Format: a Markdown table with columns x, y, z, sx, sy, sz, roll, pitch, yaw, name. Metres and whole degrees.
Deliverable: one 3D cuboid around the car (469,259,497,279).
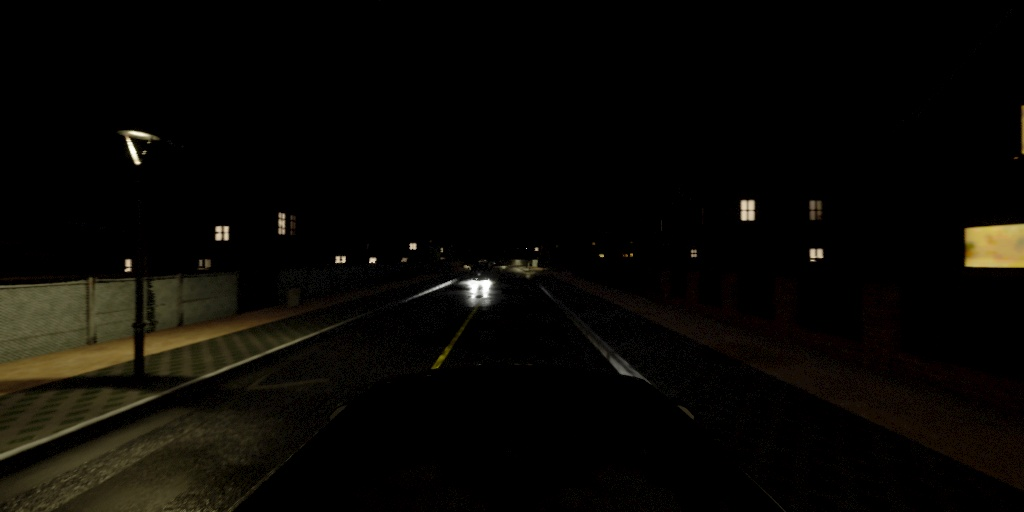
| x | y | z | sx | sy | sz | roll | pitch | yaw | name |
| --- | --- | --- | --- | --- | --- | --- | --- | --- | --- |
| -2.783 | 1.323 | 33.092 | 2.128 | 1.511 | 4.902 | 0 | 0 | 1 | car |
